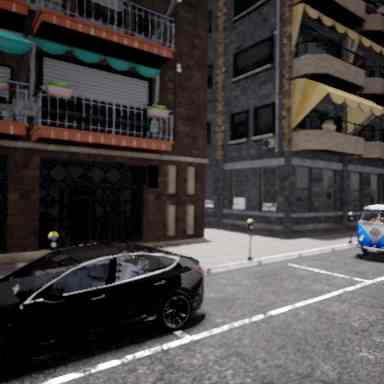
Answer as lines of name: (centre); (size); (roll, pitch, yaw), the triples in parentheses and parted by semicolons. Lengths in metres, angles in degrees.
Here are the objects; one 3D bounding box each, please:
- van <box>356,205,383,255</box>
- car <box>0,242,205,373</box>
van: (7.524, 1.331, 11.909); (3.998, 1.788, 1.690); (0, 1, -35)
car: (-1.752, 1.565, 5.294); (4.313, 1.339, 1.947); (0, 1, -35)
